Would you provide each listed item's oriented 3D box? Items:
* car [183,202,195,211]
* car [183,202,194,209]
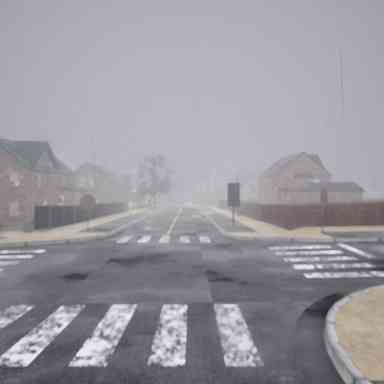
[{"bbox_3d":[-0.549,2.359,55.380,1.812,1.442,4.674,0,-1,-1],"label":"car"},{"bbox_3d":[-0.709,2.597,65.406,1.994,1.385,4.181,0,-1,-2],"label":"car"}]
